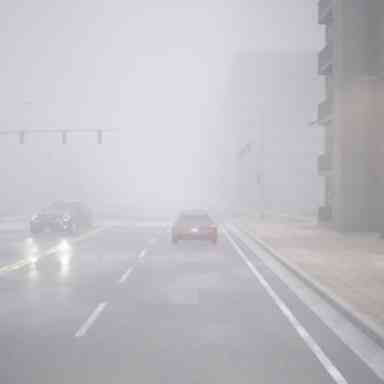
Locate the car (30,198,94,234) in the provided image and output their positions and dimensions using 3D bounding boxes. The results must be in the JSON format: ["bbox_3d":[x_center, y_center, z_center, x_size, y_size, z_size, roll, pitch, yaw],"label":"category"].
[{"bbox_3d":[-6.990,1.252,18.311,2.097,1.767,4.553,0,0,0],"label":"car"}]

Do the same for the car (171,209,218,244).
[{"bbox_3d":[0.108,1.480,15.312,1.994,1.385,4.181,0,0,0],"label":"car"}]

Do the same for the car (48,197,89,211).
[{"bbox_3d":[-14.236,1.355,38.279,4.181,1.385,1.994,0,0,23],"label":"car"}]
